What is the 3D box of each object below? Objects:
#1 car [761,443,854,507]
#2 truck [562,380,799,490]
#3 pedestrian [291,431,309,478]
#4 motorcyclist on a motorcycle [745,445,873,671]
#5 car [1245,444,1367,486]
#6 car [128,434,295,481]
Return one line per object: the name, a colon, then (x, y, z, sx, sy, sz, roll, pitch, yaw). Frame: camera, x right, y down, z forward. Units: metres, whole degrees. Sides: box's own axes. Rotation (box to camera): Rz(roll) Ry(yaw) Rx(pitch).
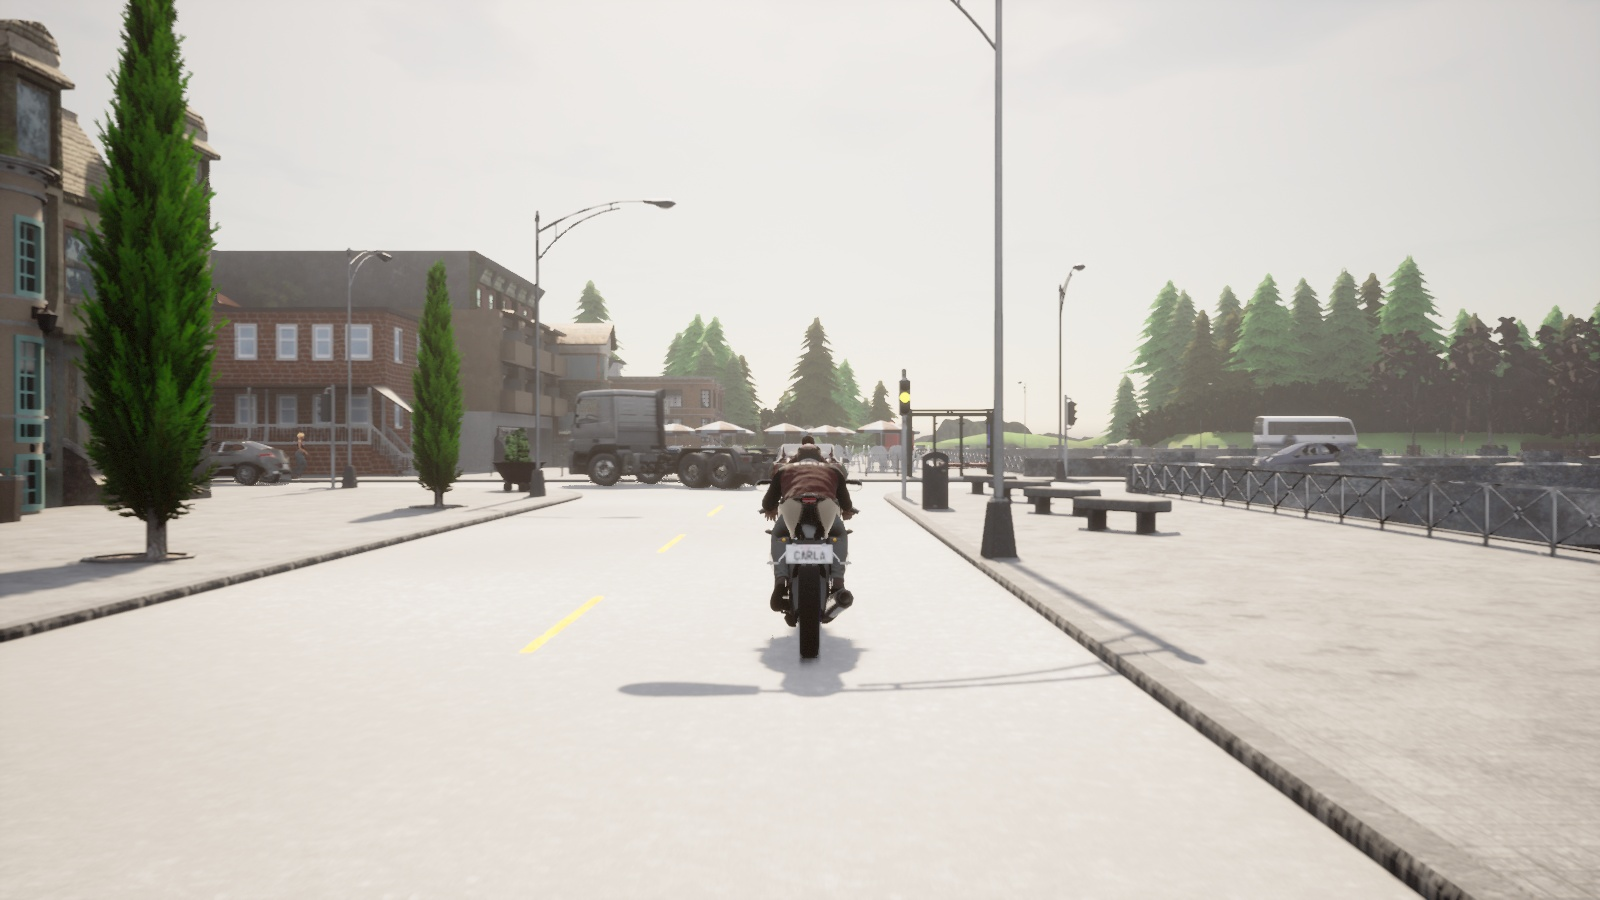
car: (0.199, 0.567, 31.787, 2.163, 1.488, 4.792, 0, 0, 1)
truck: (-4.175, -0.482, 42.940, 7.936, 3.462, 2.891, 0, 0, 32)
pedestrian: (-19.687, 0.162, 49.459, 0.594, 1.836, 0.345, 0, 0, -12)
motorcyclist on a motorcycle: (0.068, 0.727, 9.612, 0.866, 1.530, 2.191, 0, 0, 0)
car: (18.188, 0.520, 45.263, 3.633, 1.501, 1.845, 0, 0, 0)
car: (-21.242, 0.252, 45.481, 5.027, 1.651, 2.152, 0, 0, 0)
